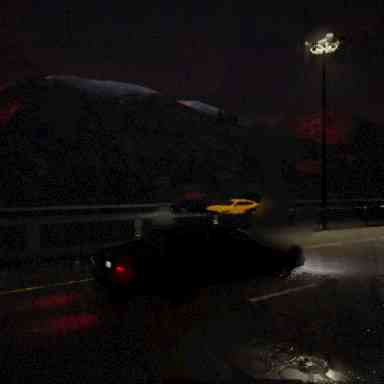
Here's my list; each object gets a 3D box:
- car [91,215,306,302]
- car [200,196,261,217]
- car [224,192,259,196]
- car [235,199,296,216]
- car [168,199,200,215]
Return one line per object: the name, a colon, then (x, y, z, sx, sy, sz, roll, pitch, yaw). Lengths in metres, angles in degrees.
car: (0.392, 1.508, 8.146, 5.357, 1.411, 2.033, 0, 0, -33)
car: (3.477, 1.339, 26.549, 5.008, 1.535, 1.882, 0, 0, -29)
car: (3.961, 1.061, 30.810, 5.566, 2.045, 2.150, 0, 0, -28)
car: (5.503, 1.430, 23.660, 4.181, 1.385, 1.994, 0, 0, -29)
car: (-0.188, 1.415, 32.509, 4.181, 1.385, 1.994, 0, 0, -29)
